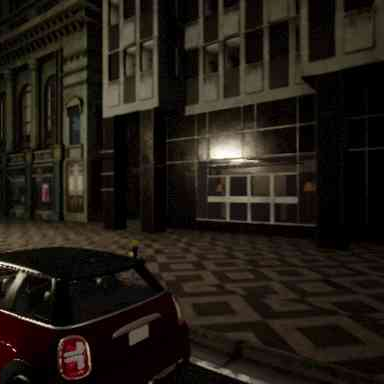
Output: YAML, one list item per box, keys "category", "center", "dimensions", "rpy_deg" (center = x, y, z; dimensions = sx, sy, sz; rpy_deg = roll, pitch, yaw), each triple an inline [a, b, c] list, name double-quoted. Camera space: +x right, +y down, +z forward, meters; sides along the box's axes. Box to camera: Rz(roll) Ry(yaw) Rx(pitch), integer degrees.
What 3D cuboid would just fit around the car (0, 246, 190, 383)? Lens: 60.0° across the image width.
- category: "car"
  center: [-2.109, 1.469, 4.468]
  dimensions: [4.097, 1.590, 1.967]
  rpy_deg: [0, 0, 36]
